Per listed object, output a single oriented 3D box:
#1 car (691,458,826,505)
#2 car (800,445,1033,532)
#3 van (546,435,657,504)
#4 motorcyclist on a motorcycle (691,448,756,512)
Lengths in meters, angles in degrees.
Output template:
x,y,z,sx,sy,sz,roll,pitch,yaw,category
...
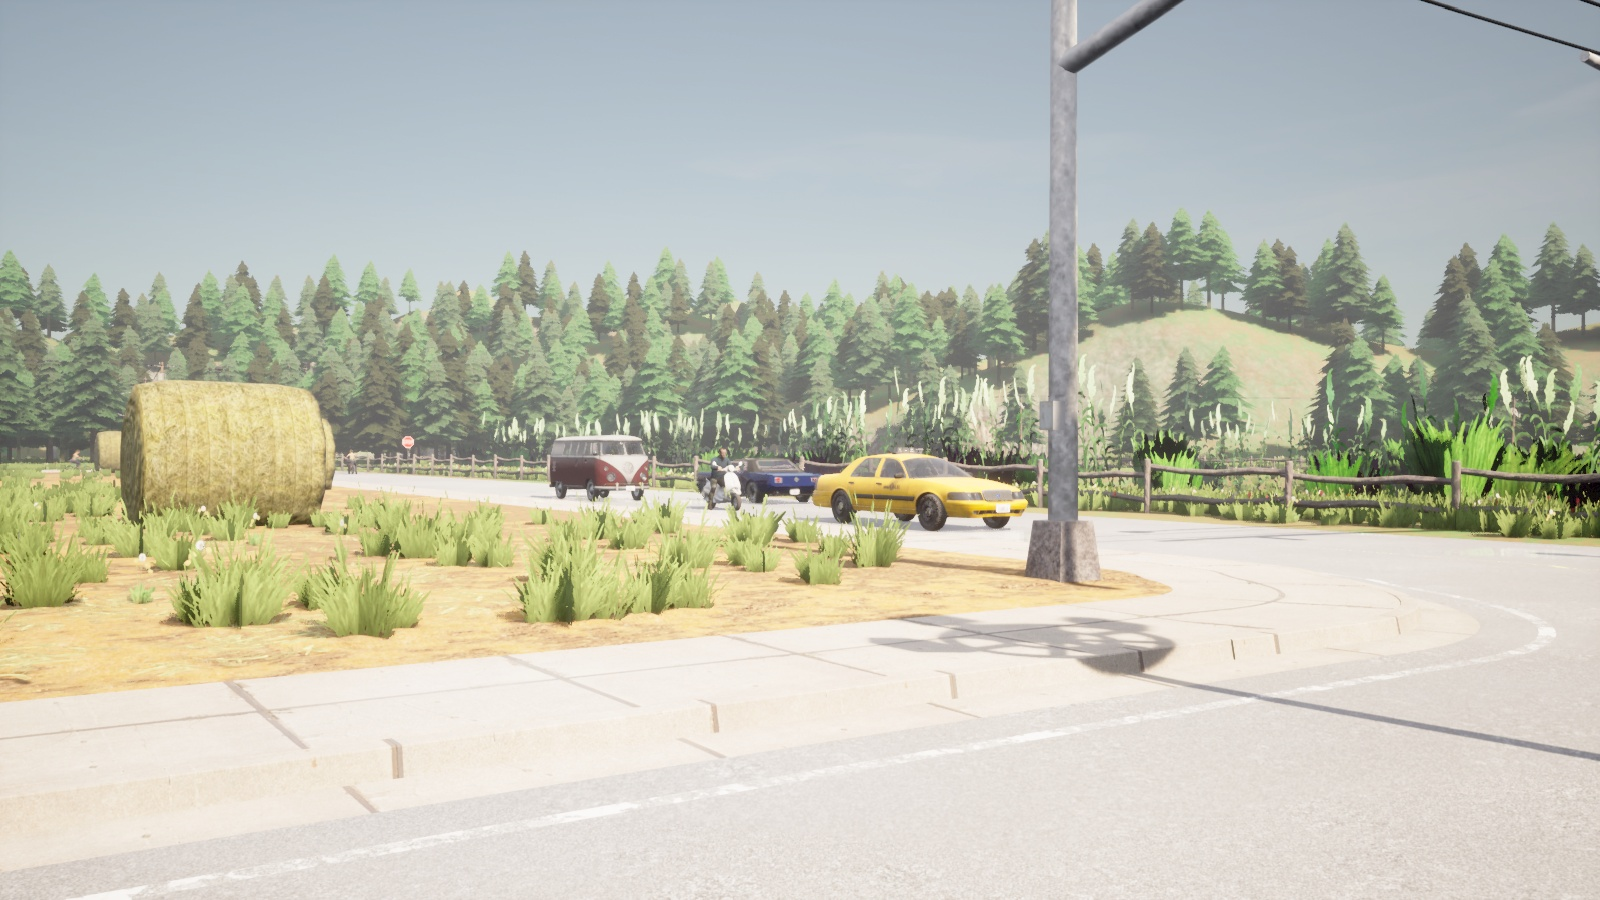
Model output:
x,y,z,sx,sy,sz,roll,pitch,yaw,category
-1.322,0.905,37.576,1.895,1.301,4.718,0,0,-32,car
2.192,0.706,25.414,1.801,1.575,5.366,0,0,-32,car
-6.201,0.570,38.757,1.775,1.987,4.442,0,0,-32,van
-1.965,0.746,32.029,0.866,1.590,1.817,0,0,-32,motorcyclist on a motorcycle
